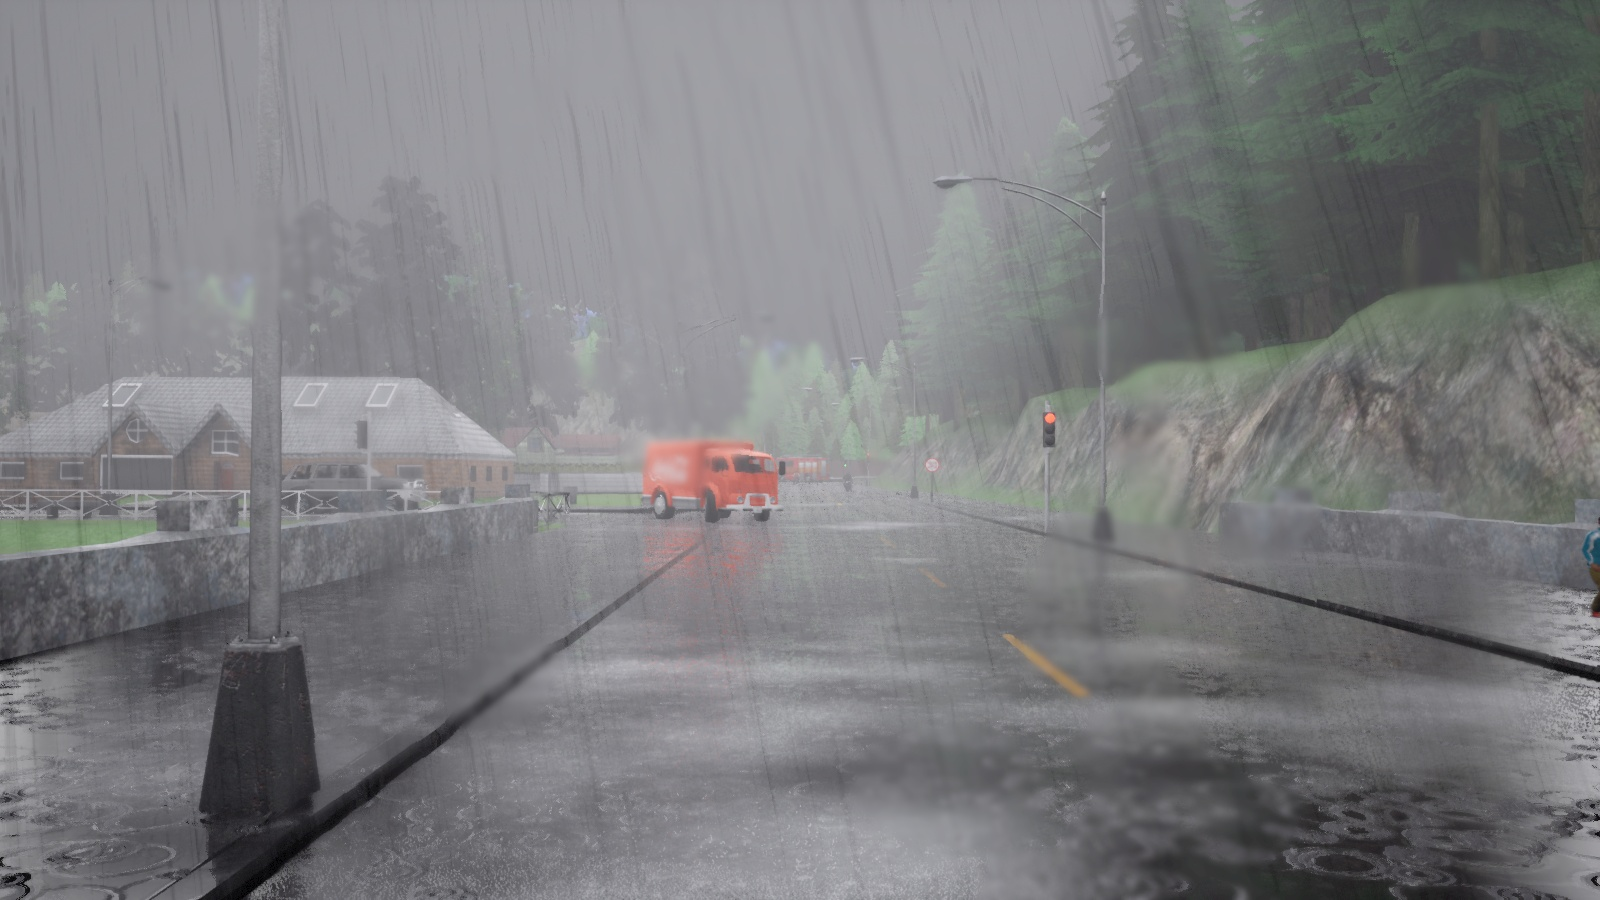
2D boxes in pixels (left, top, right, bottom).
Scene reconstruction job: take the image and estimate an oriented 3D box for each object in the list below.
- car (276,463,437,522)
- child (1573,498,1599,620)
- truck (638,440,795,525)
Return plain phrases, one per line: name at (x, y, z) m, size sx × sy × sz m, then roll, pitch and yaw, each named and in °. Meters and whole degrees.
car at (-14.488, 1.379, 41.180) m, size 4.605 × 1.855 × 1.932 m, roll 0°, pitch -1°, yaw 0°
child at (8.059, 1.083, 12.574) m, size 0.343 × 1.192 × 0.448 m, roll 0°, pitch -1°, yaw 1°
truck at (-2.691, 0.994, 39.295) m, size 2.627 × 2.467 × 5.204 m, roll 1°, pitch -1°, yaw -34°
